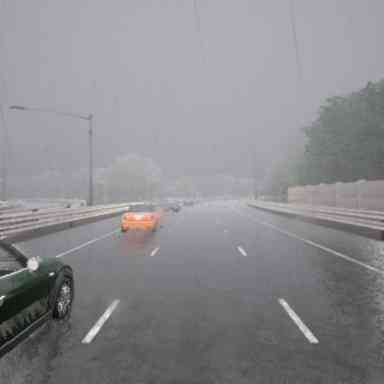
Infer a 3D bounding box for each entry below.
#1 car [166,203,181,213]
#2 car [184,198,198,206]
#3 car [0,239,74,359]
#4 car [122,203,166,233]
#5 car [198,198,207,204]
[{"bbox_3d":[-2.548,2.072,44.674,1.895,1.301,4.718,0,-1,3],"label":"car"},{"bbox_3d":[-0.499,2.084,70.927,2.097,1.767,4.553,0,-1,6],"label":"car"},{"bbox_3d":[-3.398,1.423,4.718,2.097,1.767,4.553,0,-1,1],"label":"car"},{"bbox_3d":[-3.113,1.590,21.697,2.097,1.767,4.553,0,-1,1],"label":"car"},{"bbox_3d":[2.004,2.499,89.640,1.895,1.301,4.718,-1,-1,9],"label":"car"}]
